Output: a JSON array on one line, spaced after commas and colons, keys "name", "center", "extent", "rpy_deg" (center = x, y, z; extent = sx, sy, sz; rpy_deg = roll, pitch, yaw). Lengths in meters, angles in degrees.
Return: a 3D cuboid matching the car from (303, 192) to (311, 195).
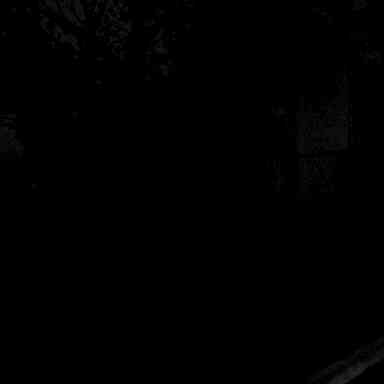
[{"name": "car", "center": [31.702, 0.477, 89.869], "extent": [2.163, 1.488, 4.792], "rpy_deg": [5, 1, 16]}]
